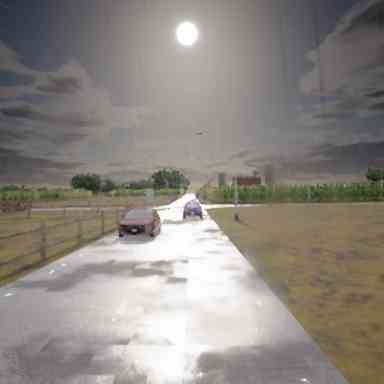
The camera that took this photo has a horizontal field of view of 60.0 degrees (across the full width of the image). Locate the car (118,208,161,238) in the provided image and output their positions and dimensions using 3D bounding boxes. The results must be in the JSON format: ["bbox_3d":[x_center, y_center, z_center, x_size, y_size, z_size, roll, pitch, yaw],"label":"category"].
[{"bbox_3d":[-2.854,1.646,18.925,1.882,1.535,5.008,0,0,0],"label":"car"}]

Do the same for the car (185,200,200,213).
[{"bbox_3d":[0.050,1.840,43.327,1.882,1.535,5.008,0,0,0],"label":"car"}]

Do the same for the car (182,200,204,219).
[{"bbox_3d":[0.074,1.805,32.846,1.812,1.442,4.674,0,0,0],"label":"car"}]
